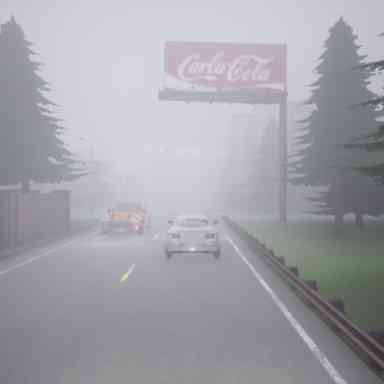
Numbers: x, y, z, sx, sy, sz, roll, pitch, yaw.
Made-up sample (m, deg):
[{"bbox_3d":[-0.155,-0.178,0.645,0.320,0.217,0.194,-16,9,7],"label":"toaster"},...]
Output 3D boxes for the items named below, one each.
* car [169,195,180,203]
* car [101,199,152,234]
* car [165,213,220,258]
[{"bbox_3d":[-3.519,1.383,67.080,1.812,1.442,4.674,0,0,0],"label":"car"},{"bbox_3d":[-3.546,1.311,18.641,2.097,1.767,4.553,0,0,1],"label":"car"},{"bbox_3d":[0.038,1.499,12.505,1.812,1.442,4.674,0,0,1],"label":"car"}]
